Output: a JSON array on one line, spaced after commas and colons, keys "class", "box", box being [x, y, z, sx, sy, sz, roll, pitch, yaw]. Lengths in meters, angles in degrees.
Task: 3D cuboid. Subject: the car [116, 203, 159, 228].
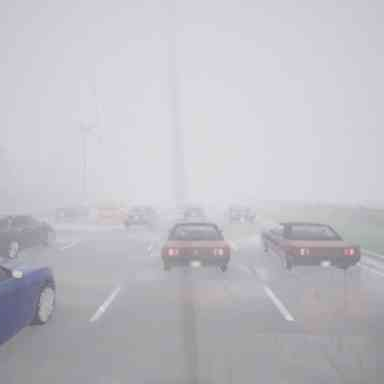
[{"class": "car", "box": [-3.374, 1.632, 22.720, 2.033, 1.411, 5.357, 0, 0, 0]}]

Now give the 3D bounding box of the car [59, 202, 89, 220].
[{"class": "car", "box": [-10.362, 1.625, 28.794, 1.812, 1.442, 4.674, 0, 0, 0]}]

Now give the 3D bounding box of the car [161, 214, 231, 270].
[{"class": "car", "box": [0.111, 1.644, 11.103, 1.895, 1.301, 4.718, 0, 0, 0]}]

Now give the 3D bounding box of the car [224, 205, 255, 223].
[{"class": "car", "box": [3.641, 1.707, 26.166, 1.895, 1.301, 4.718, 0, 0, 0]}]

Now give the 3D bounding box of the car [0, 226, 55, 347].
[{"class": "car", "box": [-3.430, 1.490, 4.094, 1.882, 1.535, 5.008, 0, 0, 1]}]

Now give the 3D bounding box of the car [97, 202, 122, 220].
[{"class": "car", "box": [-6.850, 1.583, 29.343, 1.882, 1.535, 5.008, 0, 0, 0]}]

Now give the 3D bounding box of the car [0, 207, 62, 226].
[{"class": "car", "box": [-6.886, 1.545, 12.557, 1.837, 1.490, 4.892, 0, 0, 0]}]

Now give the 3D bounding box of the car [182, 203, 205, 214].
[{"class": "car", "box": [0.138, 1.638, 28.775, 1.812, 1.442, 4.674, 0, 0, 0]}]

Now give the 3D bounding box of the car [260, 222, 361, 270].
[{"class": "car", "box": [3.611, 1.649, 11.165, 1.895, 1.301, 4.718, 0, 0, 0]}]
